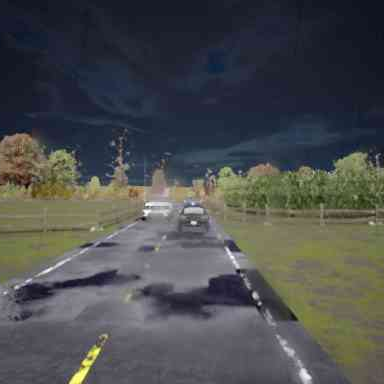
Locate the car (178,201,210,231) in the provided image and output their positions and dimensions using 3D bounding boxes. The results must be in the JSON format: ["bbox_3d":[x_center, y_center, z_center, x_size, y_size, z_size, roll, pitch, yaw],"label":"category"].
[{"bbox_3d":[0.104,1.530,20.547,1.812,1.442,4.674,0,0,0],"label":"car"}]

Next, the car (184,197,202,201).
[{"bbox_3d":[0.109,1.357,38.166,2.097,1.767,4.553,0,0,0],"label":"car"}]

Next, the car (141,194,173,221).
[{"bbox_3d":[-2.743,1.208,27.806,2.150,2.045,5.566,0,0,0],"label":"car"}]
